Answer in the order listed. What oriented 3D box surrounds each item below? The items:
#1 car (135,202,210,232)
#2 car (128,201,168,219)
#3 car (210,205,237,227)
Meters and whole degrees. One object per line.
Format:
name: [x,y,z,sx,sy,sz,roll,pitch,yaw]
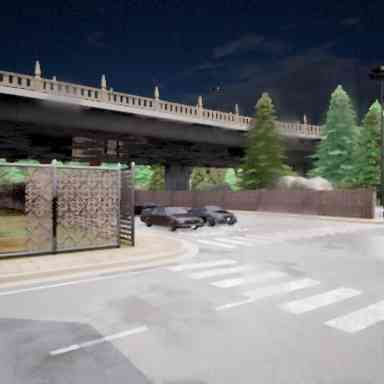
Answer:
car: [-1.439,1.597,21.090,2.033,1.411,5.357,0,0,-35]
car: [-4.145,1.612,30.928,1.994,1.385,4.181,0,0,-35]
car: [1.233,1.612,23.400,1.994,1.385,4.181,0,0,-36]
